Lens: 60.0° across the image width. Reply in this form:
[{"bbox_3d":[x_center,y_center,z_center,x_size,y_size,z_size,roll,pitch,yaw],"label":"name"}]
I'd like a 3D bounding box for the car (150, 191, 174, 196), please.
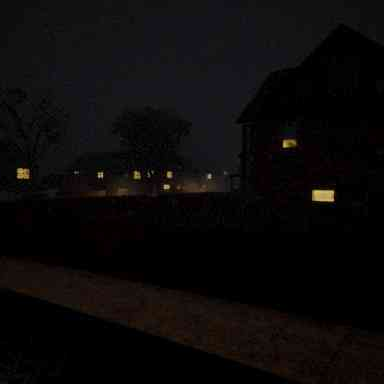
[{"bbox_3d":[-3.830,0.597,45.618,1.882,1.535,5.008,1,2,37],"label":"car"}]

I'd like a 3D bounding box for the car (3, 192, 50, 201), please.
[{"bbox_3d":[-15.161,0.917,30.310,2.097,1.767,4.553,1,2,36],"label":"car"}]
